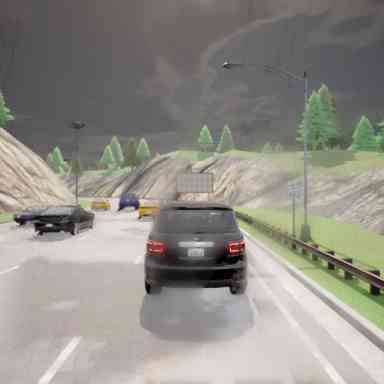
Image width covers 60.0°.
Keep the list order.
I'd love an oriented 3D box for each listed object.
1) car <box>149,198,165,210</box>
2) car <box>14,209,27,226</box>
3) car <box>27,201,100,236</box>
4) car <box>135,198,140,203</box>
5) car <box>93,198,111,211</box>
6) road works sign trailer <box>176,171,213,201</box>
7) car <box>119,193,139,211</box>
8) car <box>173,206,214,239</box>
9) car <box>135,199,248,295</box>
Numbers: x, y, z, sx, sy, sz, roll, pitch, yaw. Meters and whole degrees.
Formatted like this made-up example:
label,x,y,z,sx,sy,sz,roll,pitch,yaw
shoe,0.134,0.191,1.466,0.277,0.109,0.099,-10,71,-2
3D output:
label,x,y,z,sx,sy,sz,roll,pitch,yaw
car,-4.631,1.564,43.976,1.994,1.385,4.181,0,0,-7
car,-10.441,1.600,23.456,1.895,1.301,4.718,0,0,0
car,-6.928,1.477,18.619,1.882,1.535,5.008,0,0,0
car,-3.522,1.477,29.331,1.882,1.535,5.008,0,0,-1
car,-11.373,1.478,41.596,1.882,1.535,5.008,0,0,-7
road works sign trailer,0.181,0.464,21.595,2.380,3.560,2.880,0,0,0
car,-7.746,1.213,41.083,2.150,2.045,5.566,0,-1,-6
car,0.086,1.559,18.098,1.994,1.385,4.181,0,0,0
car,0.085,1.221,8.878,2.150,2.045,5.566,0,0,0
